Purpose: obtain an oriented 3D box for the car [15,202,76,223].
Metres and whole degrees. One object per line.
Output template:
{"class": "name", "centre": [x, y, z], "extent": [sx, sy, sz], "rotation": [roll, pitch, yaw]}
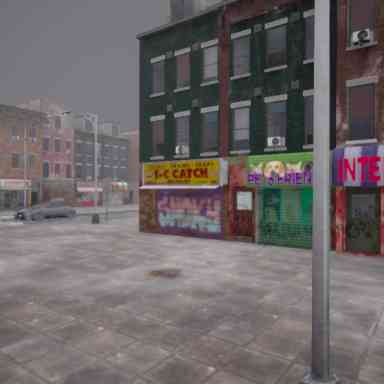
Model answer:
{"class": "car", "centre": [-10.973, 1.476, 25.096], "extent": [1.994, 1.385, 4.181], "rotation": [0, 0, 35]}
